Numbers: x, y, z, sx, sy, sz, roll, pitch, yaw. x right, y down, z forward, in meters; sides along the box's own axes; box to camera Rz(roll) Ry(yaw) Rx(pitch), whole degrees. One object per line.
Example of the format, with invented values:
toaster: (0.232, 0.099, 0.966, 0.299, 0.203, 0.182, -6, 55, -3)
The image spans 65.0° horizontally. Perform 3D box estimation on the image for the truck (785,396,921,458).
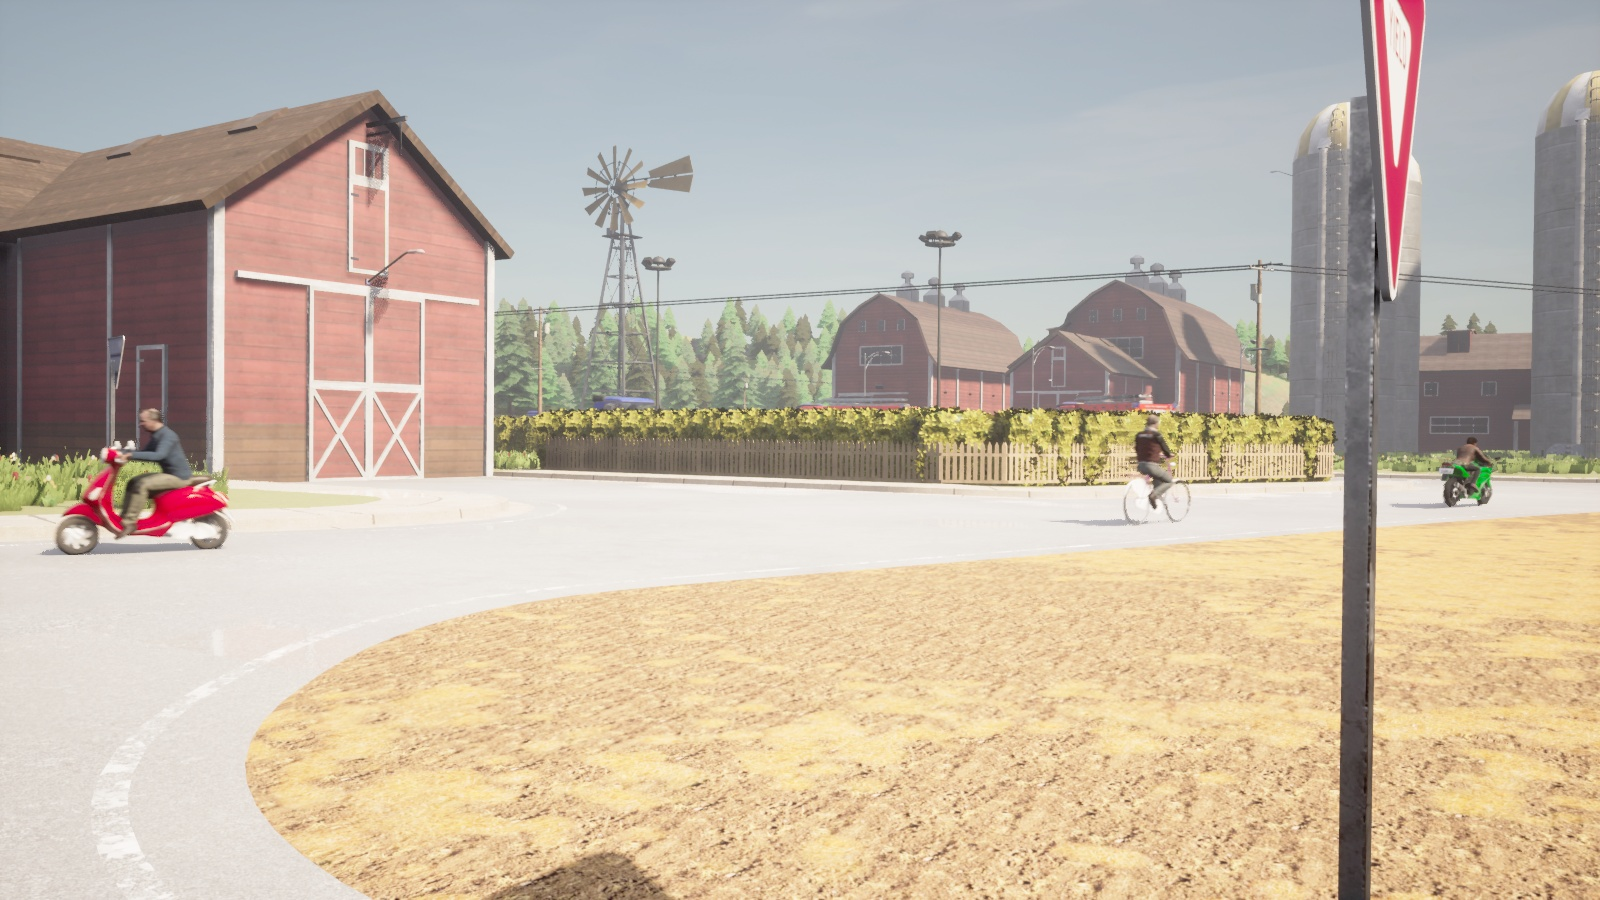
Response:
truck: (3.360, -1.429, 80.987, 8.468, 3.827, 2.891, 0, 1, 33)

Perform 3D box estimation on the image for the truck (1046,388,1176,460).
truck: (17.383, -1.418, 70.858, 2.891, 3.827, 8.468, -1, 1, -20)

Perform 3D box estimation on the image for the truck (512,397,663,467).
truck: (-11.160, -0.906, 65.632, 7.936, 3.462, 2.891, 0, 1, 33)

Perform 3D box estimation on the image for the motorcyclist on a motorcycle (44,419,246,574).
motorcyclist on a motorcycle: (-7.188, 0.468, 13.825, 1.817, 1.590, 0.866, -1, 1, -39)

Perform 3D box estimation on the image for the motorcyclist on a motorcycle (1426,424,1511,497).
motorcyclist on a motorcycle: (14.421, 0.209, 27.056, 2.044, 1.523, 0.797, 0, 1, -36)

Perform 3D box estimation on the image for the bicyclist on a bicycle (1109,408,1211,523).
bicyclist on a bicycle: (5.805, 0.221, 20.220, 1.843, 1.776, 0.659, -1, 1, -40)
